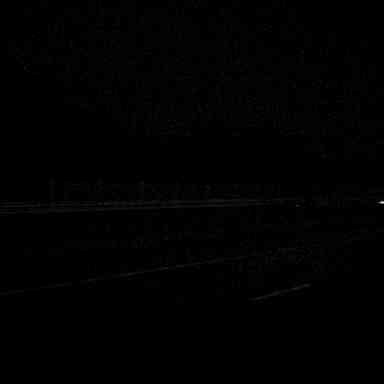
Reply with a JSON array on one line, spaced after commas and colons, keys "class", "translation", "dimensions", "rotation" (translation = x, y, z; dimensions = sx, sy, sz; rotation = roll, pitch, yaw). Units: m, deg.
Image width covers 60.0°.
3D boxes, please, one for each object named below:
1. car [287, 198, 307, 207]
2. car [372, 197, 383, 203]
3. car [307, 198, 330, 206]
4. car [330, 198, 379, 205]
[{"class": "car", "translation": [13.289, 1.491, 39.257], "dimensions": [4.892, 1.490, 1.837], "rotation": [0, 0, -35]}, {"class": "car", "translation": [30.568, 1.537, 54.996], "dimensions": [5.357, 1.411, 2.033], "rotation": [0, 0, -38]}, {"class": "car", "translation": [14.834, 1.549, 36.056], "dimensions": [4.181, 1.385, 1.994], "rotation": [0, 0, -35]}, {"class": "car", "translation": [15.984, 1.587, 32.586], "dimensions": [4.718, 1.301, 1.895], "rotation": [0, 0, -35]}]
